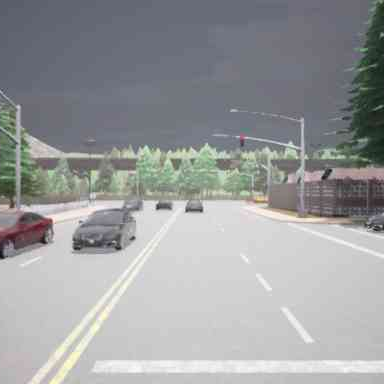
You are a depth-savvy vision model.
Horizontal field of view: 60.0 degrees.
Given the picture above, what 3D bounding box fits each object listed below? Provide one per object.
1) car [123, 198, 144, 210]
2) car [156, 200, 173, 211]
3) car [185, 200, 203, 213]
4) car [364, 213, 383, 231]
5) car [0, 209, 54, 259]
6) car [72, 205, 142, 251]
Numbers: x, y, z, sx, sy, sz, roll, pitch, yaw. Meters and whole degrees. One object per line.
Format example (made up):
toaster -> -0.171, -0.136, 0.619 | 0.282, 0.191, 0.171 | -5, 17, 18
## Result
car -> -6.879, 1.492, 39.297 | 2.128, 1.511, 4.902 | 0, 0, 1
car -> -3.355, 1.602, 40.887 | 1.895, 1.301, 4.718 | 0, 0, 1
car -> 0.254, 1.564, 37.088 | 1.994, 1.385, 4.181 | 0, 0, 0
car -> 11.967, 1.466, 18.041 | 4.892, 1.490, 1.837 | 0, 0, 0
car -> -7.048, 1.478, 12.729 | 1.882, 1.535, 5.008 | 0, 0, 0
car -> -3.542, 1.505, 14.212 | 1.837, 1.490, 4.892 | 0, 0, 0
